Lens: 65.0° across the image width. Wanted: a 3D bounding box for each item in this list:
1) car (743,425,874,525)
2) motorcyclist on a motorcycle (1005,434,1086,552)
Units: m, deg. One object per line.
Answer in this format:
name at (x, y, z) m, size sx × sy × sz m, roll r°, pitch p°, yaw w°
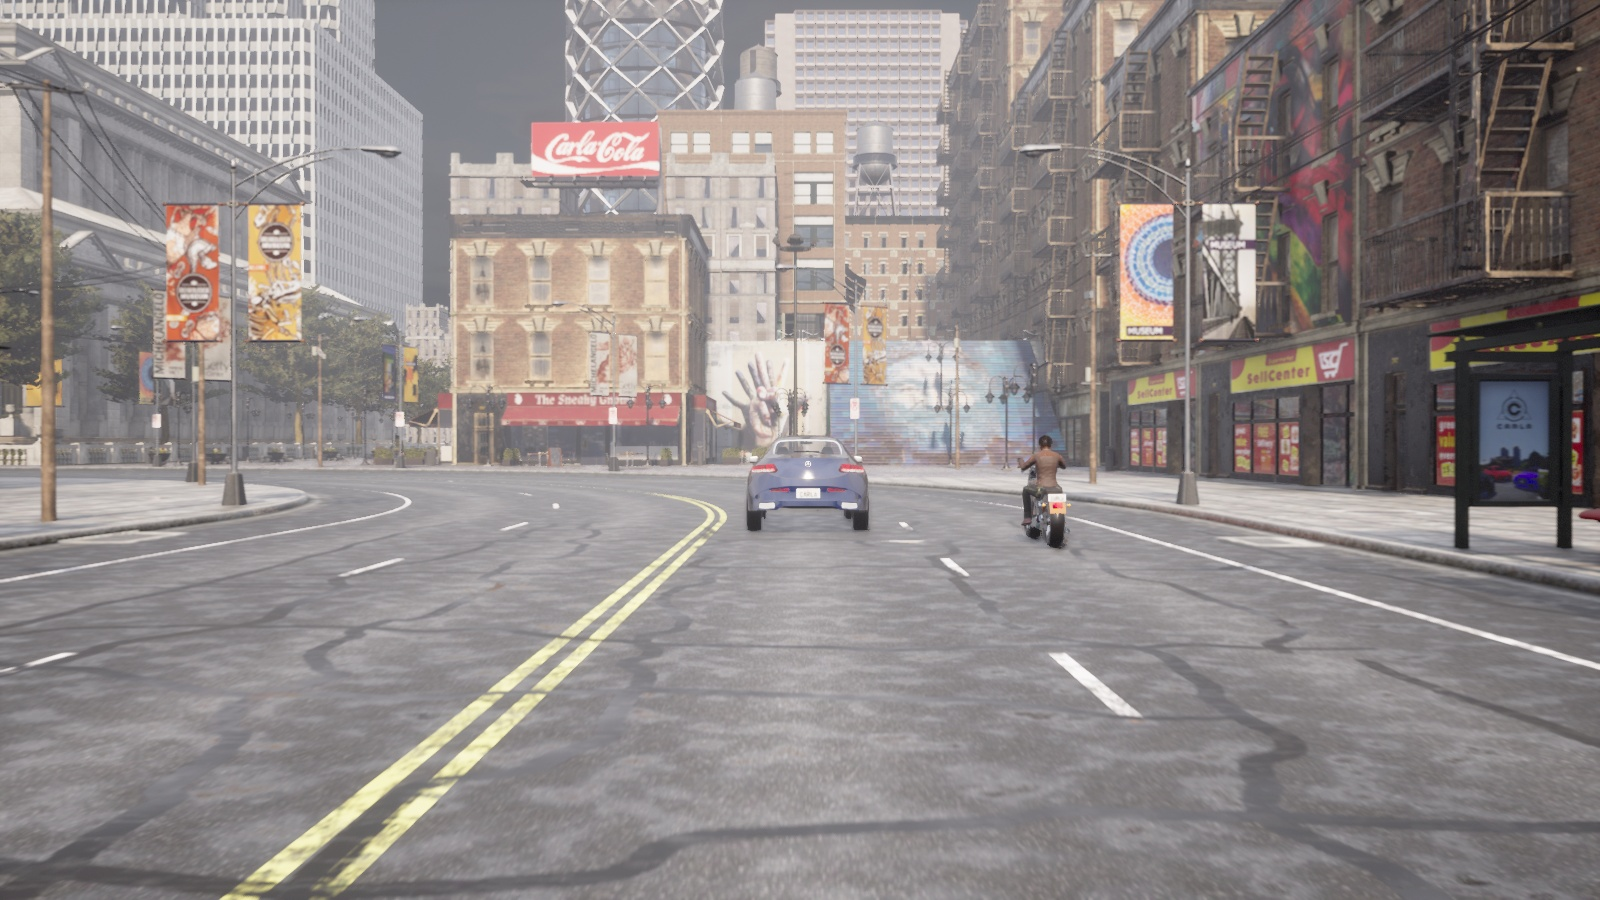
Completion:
car at (0.108, 0.394, 23.191) m, size 2.152 × 1.651 × 5.027 m, roll 0°, pitch 0°, yaw -1°
motorcyclist on a motorcycle at (3.623, 0.594, 18.748) m, size 0.766 × 1.649 × 2.350 m, roll 0°, pitch 0°, yaw 0°
